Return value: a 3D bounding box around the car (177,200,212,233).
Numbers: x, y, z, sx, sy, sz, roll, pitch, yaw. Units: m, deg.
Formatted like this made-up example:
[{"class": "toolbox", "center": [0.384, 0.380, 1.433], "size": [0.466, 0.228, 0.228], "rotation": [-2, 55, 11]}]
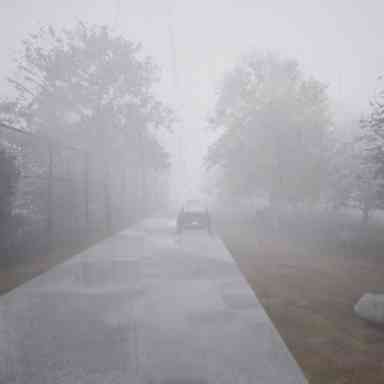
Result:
[{"class": "car", "center": [0.131, 1.481, 19.780], "size": [1.882, 1.535, 5.008], "rotation": [0, 0, 0]}]
